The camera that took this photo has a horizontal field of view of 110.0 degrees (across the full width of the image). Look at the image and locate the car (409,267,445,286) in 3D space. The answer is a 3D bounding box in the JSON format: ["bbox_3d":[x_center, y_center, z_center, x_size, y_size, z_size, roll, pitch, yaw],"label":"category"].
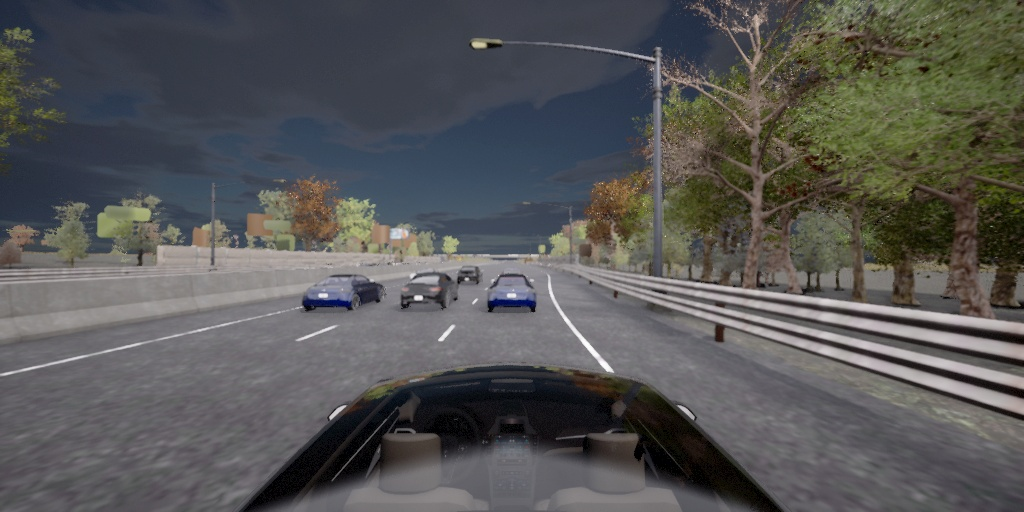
[{"bbox_3d":[-7.005,1.661,30.086,1.895,1.301,4.718,0,-1,0],"label":"car"}]

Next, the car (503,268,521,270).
[{"bbox_3d":[-0.005,1.661,30.092,1.895,1.301,4.718,0,-1,0],"label":"car"}]

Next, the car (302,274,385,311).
[{"bbox_3d":[-6.993,1.460,15.340,1.994,1.385,4.181,0,-1,1],"label":"car"}]

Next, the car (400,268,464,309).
[{"bbox_3d":[-3.484,1.425,15.741,1.812,1.442,4.674,0,0,1],"label":"car"}]

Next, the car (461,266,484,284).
[{"bbox_3d":[-3.501,1.570,30.351,1.837,1.490,4.892,0,0,1],"label":"car"}]

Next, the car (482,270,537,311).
[{"bbox_3d":[0.012,1.460,15.353,1.994,1.385,4.181,0,-1,1],"label":"car"}]
